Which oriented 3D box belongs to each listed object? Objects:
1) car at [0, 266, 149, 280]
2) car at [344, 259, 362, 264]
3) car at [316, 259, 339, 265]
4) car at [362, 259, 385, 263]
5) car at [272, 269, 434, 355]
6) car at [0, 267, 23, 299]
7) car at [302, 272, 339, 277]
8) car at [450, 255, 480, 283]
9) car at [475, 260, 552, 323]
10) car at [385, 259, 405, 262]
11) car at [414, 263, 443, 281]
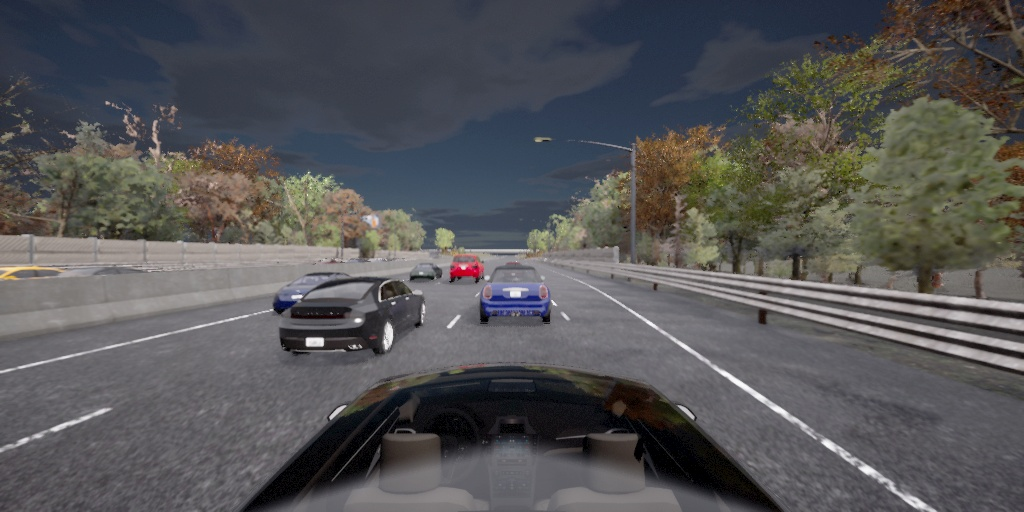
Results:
[{"bbox_3d":[-17.599,1.201,15.097,1.882,1.535,5.008,0,0,0],"label":"car"},{"bbox_3d":[-24.531,1.226,56.389,2.033,1.411,5.357,0,0,1],"label":"car"},{"bbox_3d":[-28.042,1.206,54.674,1.812,1.442,4.674,0,0,1],"label":"car"},{"bbox_3d":[-21.033,1.226,56.466,2.033,1.411,5.357,0,0,1],"label":"car"},{"bbox_3d":[-3.402,1.240,8.613,1.837,1.490,4.892,0,0,0],"label":"car"},{"bbox_3d":[-24.599,1.249,15.033,1.812,1.442,4.674,0,0,0],"label":"car"},{"bbox_3d":[-6.900,1.290,13.527,1.994,1.385,4.181,0,0,0],"label":"car"},{"bbox_3d":[-3.400,0.926,27.767,2.150,2.045,5.566,0,0,0],"label":"car"},{"bbox_3d":[0.100,1.081,12.197,2.097,1.767,4.553,0,0,0],"label":"car"},{"bbox_3d":[-17.557,1.205,55.565,1.812,1.442,4.674,0,0,0],"label":"car"},{"bbox_3d":[-6.899,1.267,29.303,1.994,1.385,4.181,0,0,0],"label":"car"}]
